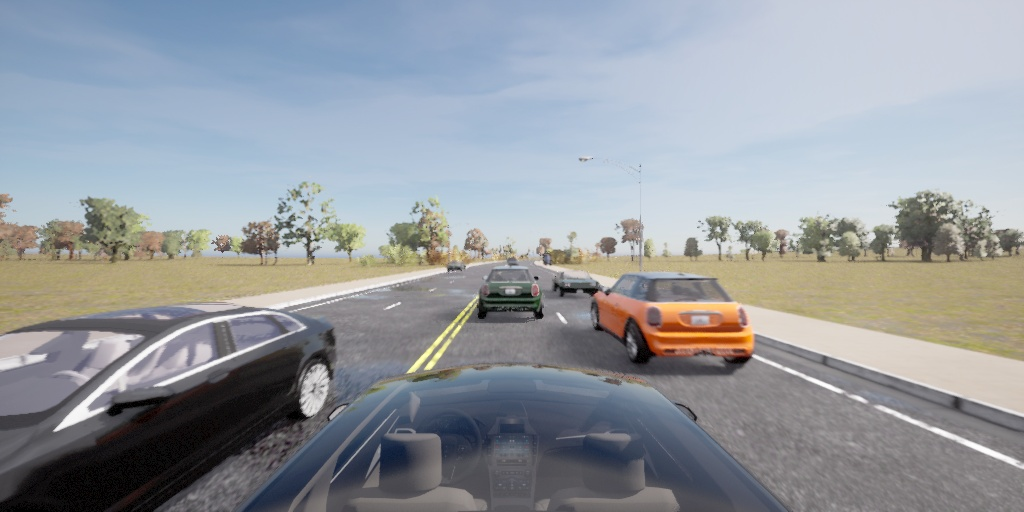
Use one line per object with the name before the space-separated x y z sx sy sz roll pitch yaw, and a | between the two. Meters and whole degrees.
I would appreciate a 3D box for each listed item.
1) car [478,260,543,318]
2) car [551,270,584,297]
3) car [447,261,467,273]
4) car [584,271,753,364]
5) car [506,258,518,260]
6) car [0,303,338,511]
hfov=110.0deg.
car | -0.039 1.146 13.366 2.097 1.767 4.553 0 0 0
car | 3.250 1.417 19.373 1.895 1.301 4.718 0 0 0
car | -6.499 1.215 42.519 1.895 1.301 4.718 0 0 0
car | 3.250 1.127 8.314 2.097 1.767 4.553 0 0 0
car | 0.094 1.451 55.426 1.837 1.490 4.892 0 0 0
car | -3.351 1.247 3.067 2.128 1.511 4.902 0 0 0
